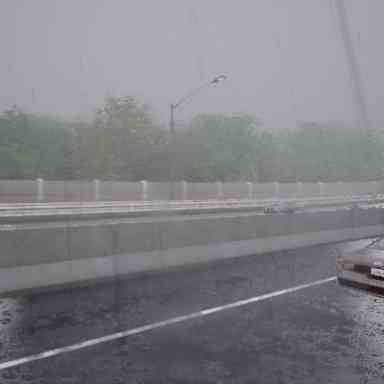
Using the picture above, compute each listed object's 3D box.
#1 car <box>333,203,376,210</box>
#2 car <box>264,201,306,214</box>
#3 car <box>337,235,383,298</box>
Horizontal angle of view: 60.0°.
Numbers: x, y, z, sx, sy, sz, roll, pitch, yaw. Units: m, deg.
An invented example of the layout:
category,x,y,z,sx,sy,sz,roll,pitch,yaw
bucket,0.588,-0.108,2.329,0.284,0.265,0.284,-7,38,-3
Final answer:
category,x,y,z,sx,sy,sz,roll,pitch,yaw
car,12.656,1.539,25.461,4.718,1.301,1.895,0,0,-34
car,8.739,1.499,31.263,4.181,1.385,1.994,0,0,-34
car,5.536,1.535,7.644,5.357,1.411,2.033,0,0,-35
